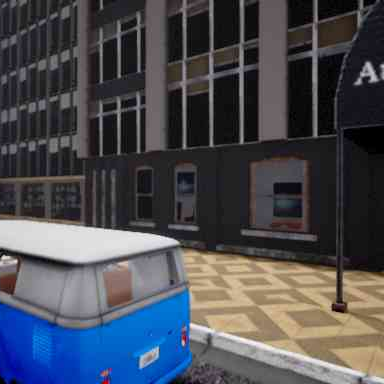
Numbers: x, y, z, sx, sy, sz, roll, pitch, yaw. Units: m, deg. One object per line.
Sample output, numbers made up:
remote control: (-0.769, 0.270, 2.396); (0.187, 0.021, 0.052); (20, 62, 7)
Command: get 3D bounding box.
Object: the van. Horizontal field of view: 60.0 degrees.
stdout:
van: (-1.911, 1.326, 4.232); (3.998, 1.788, 1.690); (0, 0, 35)
